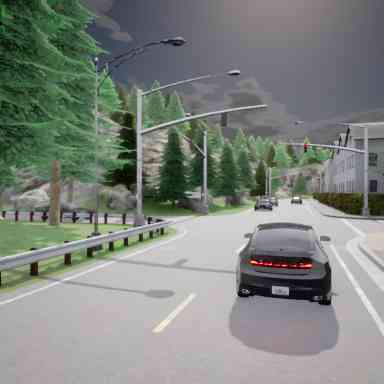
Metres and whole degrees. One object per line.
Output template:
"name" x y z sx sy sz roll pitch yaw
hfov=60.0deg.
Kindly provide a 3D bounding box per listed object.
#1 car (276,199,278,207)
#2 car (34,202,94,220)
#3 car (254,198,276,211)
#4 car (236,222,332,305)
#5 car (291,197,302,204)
"car" 12.366 1.563 51.835 1.994 1.385 4.181 0 0 18
"car" -10.619 1.563 27.707 5.357 1.411 2.033 0 0 19
"car" 8.915 1.564 41.089 1.994 1.385 4.181 0 0 18
"car" 2.299 1.505 8.222 1.837 1.490 4.892 0 0 18
"car" 19.598 1.564 62.351 1.994 1.385 4.181 0 0 18
